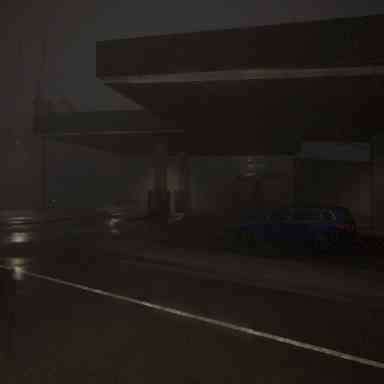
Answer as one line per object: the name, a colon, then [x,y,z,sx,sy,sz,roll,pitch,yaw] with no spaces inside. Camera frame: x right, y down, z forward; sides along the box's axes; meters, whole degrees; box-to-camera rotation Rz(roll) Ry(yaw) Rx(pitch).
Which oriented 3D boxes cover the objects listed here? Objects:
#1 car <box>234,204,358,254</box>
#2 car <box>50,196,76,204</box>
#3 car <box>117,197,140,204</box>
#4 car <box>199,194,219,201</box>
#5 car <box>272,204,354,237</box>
car: [3.894,1.297,12.994,4.611,1.667,2.242,0,0,35]
car: [-24.772,1.521,64.108,1.837,1.490,4.892,0,0,41]
car: [-11.855,1.582,61.871,4.181,1.385,1.994,0,0,-42]
car: [4.063,1.372,80.497,4.553,1.767,2.097,0,0,-9]
car: [6.575,1.458,18.132,3.806,1.475,1.970,0,0,35]
